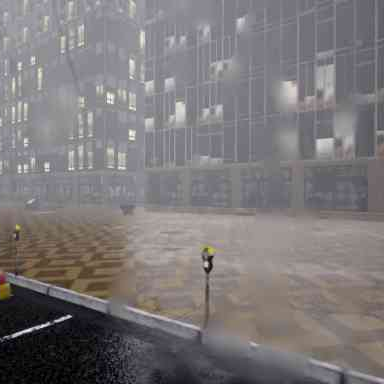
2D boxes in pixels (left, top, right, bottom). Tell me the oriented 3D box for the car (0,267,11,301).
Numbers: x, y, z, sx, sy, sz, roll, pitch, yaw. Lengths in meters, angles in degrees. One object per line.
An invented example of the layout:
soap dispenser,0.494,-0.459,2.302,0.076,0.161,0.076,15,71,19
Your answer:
car,-5.585,1.526,6.825,4.829,1.417,1.752,0,0,35
